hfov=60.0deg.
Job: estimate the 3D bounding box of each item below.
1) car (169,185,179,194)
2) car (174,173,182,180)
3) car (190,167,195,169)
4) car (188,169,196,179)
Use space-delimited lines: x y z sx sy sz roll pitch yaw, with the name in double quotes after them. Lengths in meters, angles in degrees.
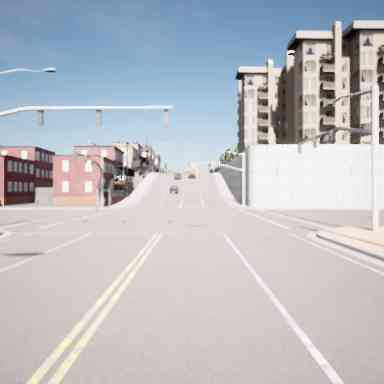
-3.519 -0.556 66.271 2.128 1.511 4.902 0 10 0 "car"
-3.515 -3.887 82.195 2.033 1.411 5.357 0 12 0 "car"
-0.017 -6.177 94.085 2.097 1.767 4.553 0 5 0 "car"
-0.015 -4.266 84.215 1.895 1.301 4.718 0 12 0 "car"
